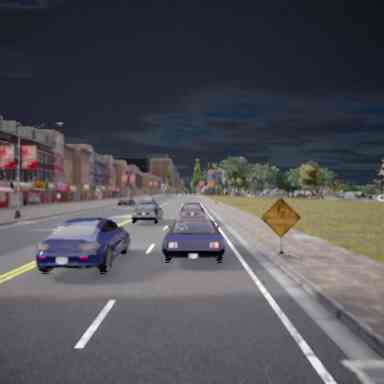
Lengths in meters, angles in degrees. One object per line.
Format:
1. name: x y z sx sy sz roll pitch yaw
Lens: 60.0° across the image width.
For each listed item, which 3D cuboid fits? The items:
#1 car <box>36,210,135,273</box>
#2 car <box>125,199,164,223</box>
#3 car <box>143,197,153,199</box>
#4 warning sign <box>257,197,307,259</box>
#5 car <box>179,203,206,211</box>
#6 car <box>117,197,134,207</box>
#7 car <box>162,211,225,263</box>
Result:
1. car: -3.202 1.504 10.458 1.812 1.442 4.674 0 0 0
2. car: -3.216 1.503 24.722 2.033 1.411 5.357 0 0 0
3. car: -6.590 1.455 50.132 1.812 1.442 4.674 0 0 0
4. warning sign: 2.833 1.093 10.621 1.300 1.860 1.060 -1 -1 0
5. car: 0.035 1.503 24.693 2.033 1.411 5.357 0 0 1
6. car: -9.840 1.477 50.129 2.033 1.411 5.357 0 0 0
7. car: 0.059 1.576 11.919 1.895 1.301 4.718 0 0 0
